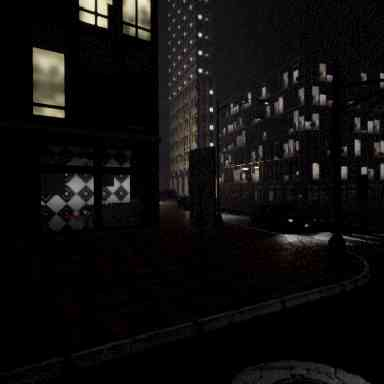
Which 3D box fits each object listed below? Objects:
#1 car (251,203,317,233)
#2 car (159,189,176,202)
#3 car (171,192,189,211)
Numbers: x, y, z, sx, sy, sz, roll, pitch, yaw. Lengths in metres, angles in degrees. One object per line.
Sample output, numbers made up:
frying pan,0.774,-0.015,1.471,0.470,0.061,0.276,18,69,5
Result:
car,4.998,1.375,18.871,1.812,1.442,4.674,-1,1,-19
car,-4.030,0.537,54.624,2.150,2.045,5.566,-1,1,-18
car,-0.196,1.119,34.170,2.128,1.511,4.902,-1,1,-19
